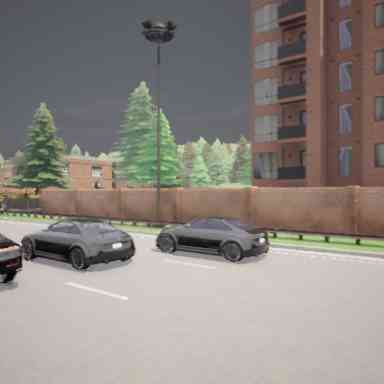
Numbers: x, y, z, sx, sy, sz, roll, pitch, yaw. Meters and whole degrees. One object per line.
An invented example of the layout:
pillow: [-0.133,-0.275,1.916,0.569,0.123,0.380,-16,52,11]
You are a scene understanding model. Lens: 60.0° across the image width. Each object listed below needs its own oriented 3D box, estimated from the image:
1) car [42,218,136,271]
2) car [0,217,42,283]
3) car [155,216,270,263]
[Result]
car: [-3.850,1.566,11.039,4.181,1.385,1.994,0,0,36]
car: [-6.217,1.494,8.429,4.902,1.511,2.128,0,0,36]
car: [0.679,1.566,12.106,4.181,1.385,1.994,0,0,36]
